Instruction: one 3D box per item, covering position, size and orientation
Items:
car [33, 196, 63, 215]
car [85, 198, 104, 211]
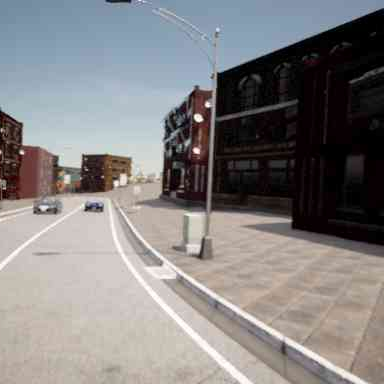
[{"bbox_3d":[-12.293,1.095,28.635,2.128,1.511,4.902,3,0,-14],"label":"car"},{"bbox_3d":[-10.339,1.328,35.525,1.895,1.301,4.718,3,0,-14],"label":"car"}]
